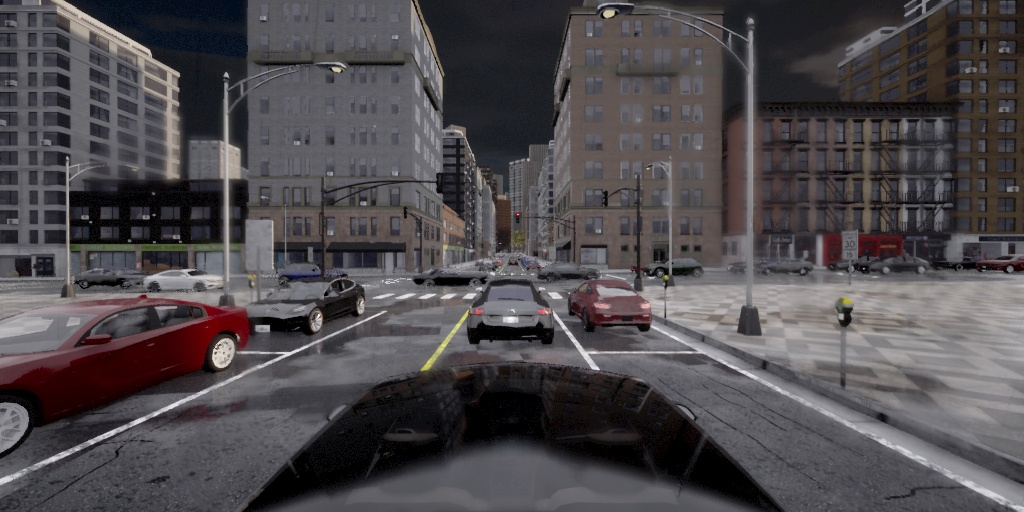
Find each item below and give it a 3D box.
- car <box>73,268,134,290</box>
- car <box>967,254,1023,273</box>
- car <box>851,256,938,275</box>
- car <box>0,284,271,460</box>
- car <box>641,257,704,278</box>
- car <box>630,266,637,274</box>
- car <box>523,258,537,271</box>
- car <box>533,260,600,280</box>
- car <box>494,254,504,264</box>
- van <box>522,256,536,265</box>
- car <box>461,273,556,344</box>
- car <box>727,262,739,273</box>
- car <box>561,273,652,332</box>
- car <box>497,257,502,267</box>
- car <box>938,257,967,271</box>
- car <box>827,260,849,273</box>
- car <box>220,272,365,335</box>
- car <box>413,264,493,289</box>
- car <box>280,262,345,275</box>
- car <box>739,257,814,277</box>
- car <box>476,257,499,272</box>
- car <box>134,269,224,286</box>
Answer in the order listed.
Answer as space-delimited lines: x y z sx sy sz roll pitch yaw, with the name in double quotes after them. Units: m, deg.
-29.032 1.610 26.341 4.902 1.511 2.128 -1 0 0 "car"
41.879 0.608 29.881 5.008 1.535 1.882 -1 0 0 "car"
31.751 0.772 29.892 4.892 1.490 1.837 -1 0 0 "car"
-5.776 1.295 4.872 1.888 1.381 4.507 0 0 0 "car"
13.332 0.876 29.865 4.553 1.767 2.097 -1 0 0 "car"
13.480 1.106 33.117 4.718 1.301 1.895 -1 0 0 "car"
2.793 1.258 47.772 1.802 1.307 4.207 0 0 0 "car"
4.110 1.211 26.403 4.674 1.442 1.812 -1 0 0 "car"
-2.970 0.970 65.122 2.097 1.767 4.553 0 0 1 "car"
2.811 1.000 53.324 1.690 1.789 3.998 0 0 0 "van"
-0.035 1.312 9.562 1.994 1.385 4.181 0 0 0 "car"
22.521 0.869 33.132 4.902 1.511 2.128 -1 0 0 "car"
2.719 1.330 10.560 1.802 1.307 4.207 0 0 0 "car"
-3.039 1.201 55.213 2.033 1.411 5.357 0 0 0 "car"
41.788 0.716 33.133 4.718 1.301 1.895 -1 0 0 "car"
31.992 0.752 33.144 4.892 1.490 1.837 -1 0 0 "car"
-5.806 1.314 10.516 1.948 1.339 4.313 0 0 0 "car"
-3.816 1.399 23.130 4.718 1.301 1.895 -1 0 0 "car"
-14.485 1.285 26.365 4.553 1.767 2.097 -1 0 0 "car"
22.286 0.889 29.881 4.902 1.511 2.128 -1 0 0 "car"
-3.073 1.208 45.563 1.812 1.442 4.674 0 0 2 "car"
-20.910 1.559 23.105 4.674 1.442 1.812 -1 0 0 "car"
